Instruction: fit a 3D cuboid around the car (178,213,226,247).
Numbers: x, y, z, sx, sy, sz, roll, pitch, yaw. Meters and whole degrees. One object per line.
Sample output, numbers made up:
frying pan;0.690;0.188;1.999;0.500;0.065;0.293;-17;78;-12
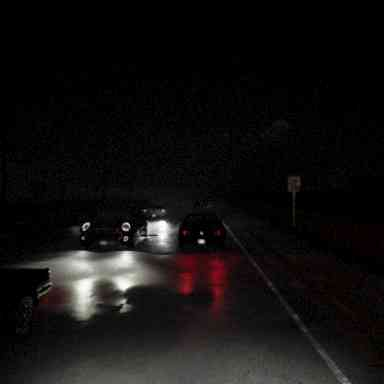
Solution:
car;0.423;1.596;14.949;1.895;1.301;4.718;0;0;1

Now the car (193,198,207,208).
car;1.209;1.549;48.978;1.994;1.385;4.181;0;0;1

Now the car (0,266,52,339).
car;-3.536;1.585;3.858;1.895;1.301;4.718;0;0;1

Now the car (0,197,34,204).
car;-20.005;1.427;38.454;1.812;1.442;4.674;0;0;2

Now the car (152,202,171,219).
car;-2.944;1.577;28.560;1.895;1.301;4.718;0;0;2

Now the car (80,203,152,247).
car;-3.282;1.332;14.760;2.097;1.767;4.553;0;0;1
